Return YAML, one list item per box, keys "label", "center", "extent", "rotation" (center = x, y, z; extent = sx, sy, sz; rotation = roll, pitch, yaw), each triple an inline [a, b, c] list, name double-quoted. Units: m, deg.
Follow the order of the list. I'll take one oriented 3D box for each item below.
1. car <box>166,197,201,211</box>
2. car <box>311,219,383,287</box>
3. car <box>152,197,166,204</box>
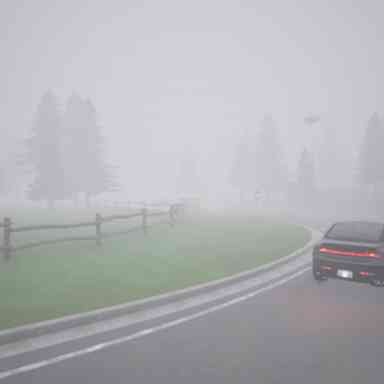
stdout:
- label: "car"
  center: [-0.883, 1.481, 42.366]
  extent: [2.097, 1.767, 4.553]
  rotation: [0, 0, -35]
- label: "car"
  center: [4.740, 1.497, 8.973]
  extent: [1.837, 1.490, 4.892]
  rotation: [0, 0, 38]
- label: "car"
  center: [-6.521, 1.723, 68.587]
  extent: [1.882, 1.535, 5.008]
  rotation: [0, 0, -35]
